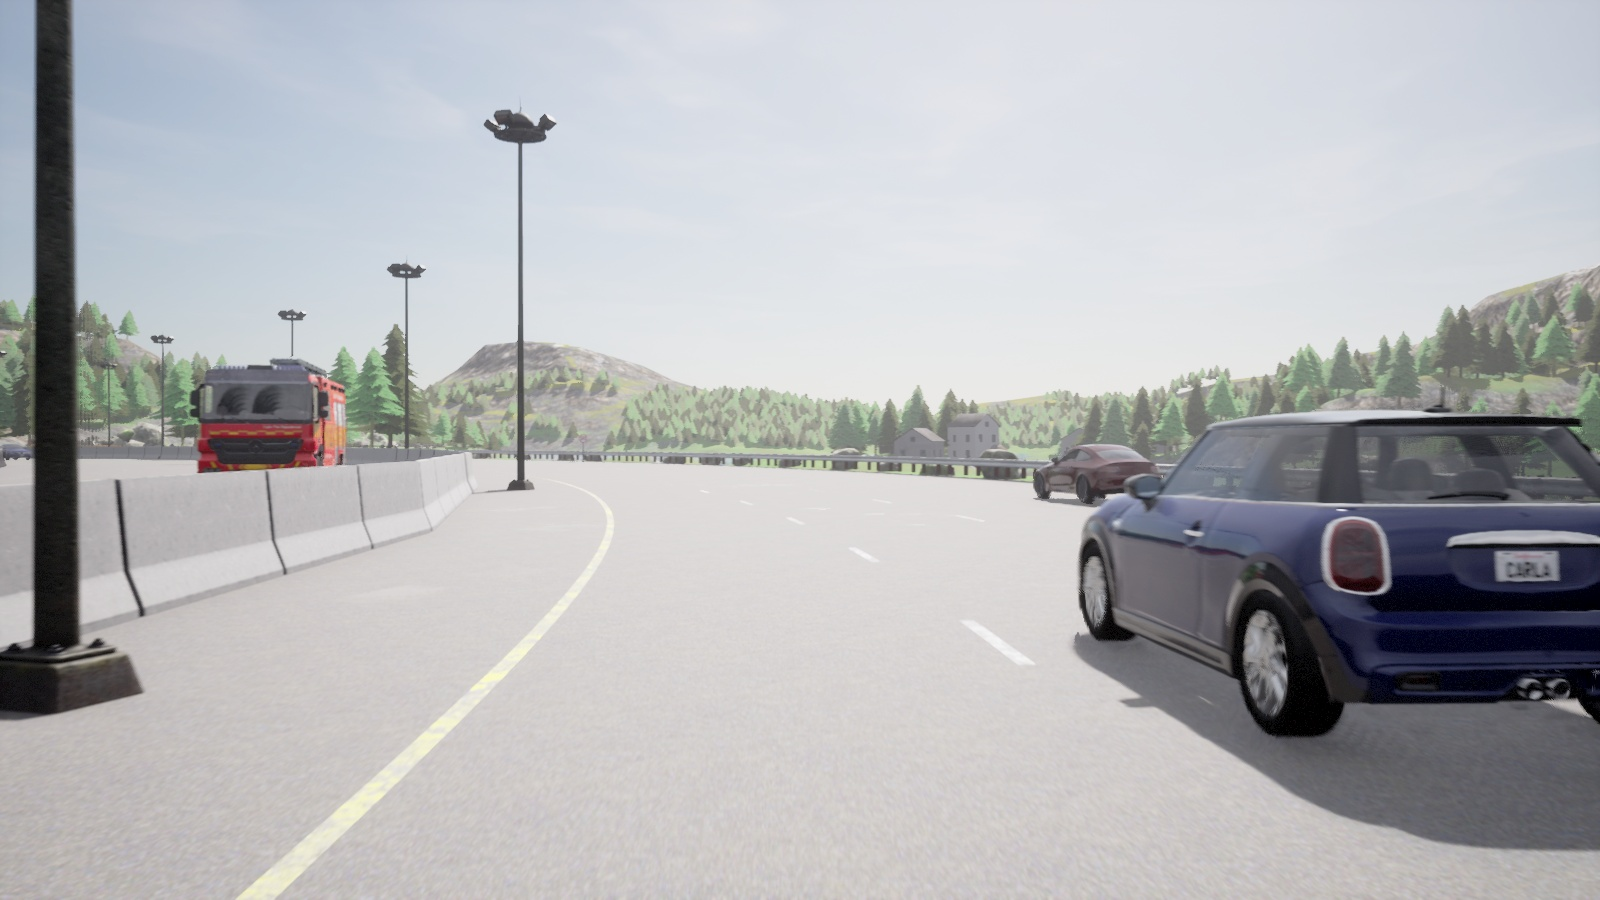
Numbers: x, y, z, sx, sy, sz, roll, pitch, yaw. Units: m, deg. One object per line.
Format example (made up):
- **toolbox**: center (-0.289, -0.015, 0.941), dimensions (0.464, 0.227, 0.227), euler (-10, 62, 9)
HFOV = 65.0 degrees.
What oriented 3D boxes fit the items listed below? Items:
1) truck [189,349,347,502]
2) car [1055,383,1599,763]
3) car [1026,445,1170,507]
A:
- **truck**: center (-14.865, -0.629, 35.749), dimensions (2.891, 3.827, 8.468), euler (0, 0, -14)
- **car**: center (3.275, 0.561, 8.169), dimensions (2.097, 1.767, 4.553), euler (0, 0, -3)
- **car**: center (7.438, 0.597, 31.853), dimensions (1.812, 1.442, 4.674), euler (0, 0, -11)
